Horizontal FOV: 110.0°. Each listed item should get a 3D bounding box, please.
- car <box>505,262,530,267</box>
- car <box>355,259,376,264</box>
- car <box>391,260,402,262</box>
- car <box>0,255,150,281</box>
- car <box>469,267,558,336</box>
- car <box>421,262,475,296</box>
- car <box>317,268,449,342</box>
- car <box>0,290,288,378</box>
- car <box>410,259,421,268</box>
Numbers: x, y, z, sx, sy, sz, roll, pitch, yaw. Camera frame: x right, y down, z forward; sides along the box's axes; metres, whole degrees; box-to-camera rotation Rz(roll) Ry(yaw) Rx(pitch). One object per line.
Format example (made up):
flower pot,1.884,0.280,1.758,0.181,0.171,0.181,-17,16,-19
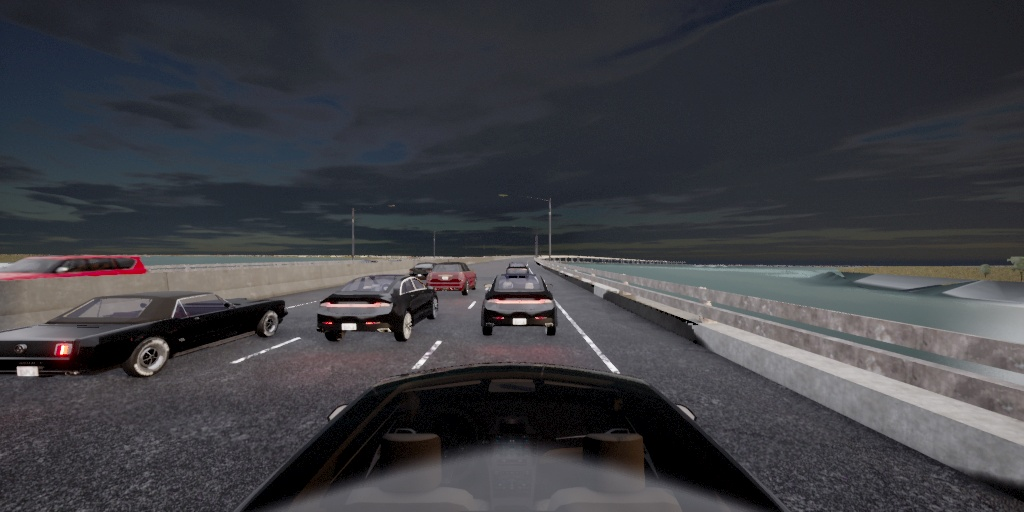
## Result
car,0.463,1.241,30.040,2.128,1.511,4.902,0,0,1
car,-23.538,1.234,57.714,2.128,1.511,4.902,0,0,2
car,-19.915,1.329,60.890,2.033,1.411,5.357,0,0,2
car,-17.479,0.973,13.910,2.150,2.045,5.566,0,0,1
car,0.186,1.242,10.392,2.128,1.511,4.902,0,0,0
car,-3.204,1.103,19.679,2.097,1.767,4.553,0,0,2
car,-3.324,1.242,9.793,2.128,1.511,4.902,0,0,1
car,-6.852,1.352,7.312,1.895,1.301,4.718,0,0,1
car,-6.567,1.229,28.136,1.882,1.535,5.008,0,0,1
